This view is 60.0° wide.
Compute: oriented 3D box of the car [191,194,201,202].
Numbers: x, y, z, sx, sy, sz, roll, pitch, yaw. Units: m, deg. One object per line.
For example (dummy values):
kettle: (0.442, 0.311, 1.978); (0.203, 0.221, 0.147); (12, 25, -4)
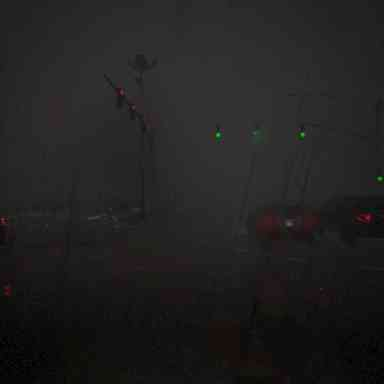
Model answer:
car: (0.782, 1.217, 66.518); (1.895, 1.301, 4.718); (0, 0, 1)

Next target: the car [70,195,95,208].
car: (-14.569, 1.396, 43.194); (1.895, 1.301, 4.718); (0, 0, 1)

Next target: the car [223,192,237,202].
car: (7.774, 1.198, 66.109); (1.895, 1.301, 4.718); (0, 0, 1)

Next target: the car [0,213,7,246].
car: (-9.143, 1.183, 11.233); (5.566, 2.045, 2.150); (0, 0, 12)

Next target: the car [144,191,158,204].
car: (-7.392, 0.930, 54.566); (2.150, 2.045, 5.566); (0, 0, 1)

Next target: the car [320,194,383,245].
car: (7.281, 1.114, 14.942); (2.150, 2.045, 5.566); (0, 0, 1)

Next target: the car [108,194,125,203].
car: (-14.288, 1.171, 63.187); (2.128, 1.511, 4.902); (0, 0, 1)

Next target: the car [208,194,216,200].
car: (4.615, 1.141, 76.811); (1.895, 1.301, 4.718); (0, 0, 2)

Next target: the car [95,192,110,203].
car: (-14.408, 0.959, 53.086); (2.150, 2.045, 5.566); (0, 0, 1)

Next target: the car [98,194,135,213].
car: (-7.703, 1.317, 34.302); (2.128, 1.511, 4.902); (0, 0, 1)

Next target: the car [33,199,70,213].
car: (-14.698, 1.409, 34.442); (1.994, 1.385, 4.181); (0, 0, 1)

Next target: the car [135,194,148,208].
car: (-7.559, 1.317, 44.049); (2.033, 1.411, 5.357); (0, 0, 1)

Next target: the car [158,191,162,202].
car: (-7.244, 0.869, 65.337); (2.150, 2.045, 5.566); (0, 0, 1)

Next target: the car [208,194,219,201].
car: (4.286, 1.082, 66.747); (1.882, 1.535, 5.008); (0, 0, 1)

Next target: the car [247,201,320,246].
car: (3.780, 1.254, 14.972); (2.097, 1.767, 4.553); (0, 0, 1)

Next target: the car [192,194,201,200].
car: (1.098, 1.154, 76.403); (1.895, 1.301, 4.718); (0, 0, 2)
